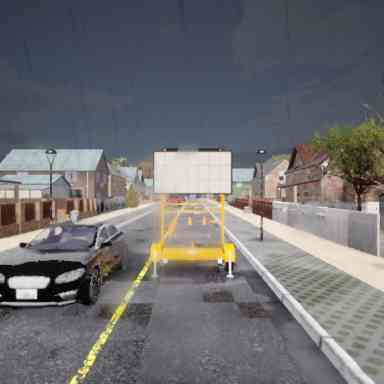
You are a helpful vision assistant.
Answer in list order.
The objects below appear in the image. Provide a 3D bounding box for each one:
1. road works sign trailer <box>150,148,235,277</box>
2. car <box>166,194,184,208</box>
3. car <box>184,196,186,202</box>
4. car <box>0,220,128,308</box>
[{"bbox_3d":[0.023,0.471,10.208,2.380,3.560,2.880,0,0,0],"label":"road works sign trailer"},{"bbox_3d":[-2.795,1.332,51.429,2.150,2.045,5.566,0,0,0],"label":"car"},{"bbox_3d":[-2.668,1.651,85.380,2.097,1.767,4.553,0,0,0],"label":"car"},{"bbox_3d":[-2.841,1.496,8.169,2.128,1.511,4.902,0,0,0],"label":"car"}]
